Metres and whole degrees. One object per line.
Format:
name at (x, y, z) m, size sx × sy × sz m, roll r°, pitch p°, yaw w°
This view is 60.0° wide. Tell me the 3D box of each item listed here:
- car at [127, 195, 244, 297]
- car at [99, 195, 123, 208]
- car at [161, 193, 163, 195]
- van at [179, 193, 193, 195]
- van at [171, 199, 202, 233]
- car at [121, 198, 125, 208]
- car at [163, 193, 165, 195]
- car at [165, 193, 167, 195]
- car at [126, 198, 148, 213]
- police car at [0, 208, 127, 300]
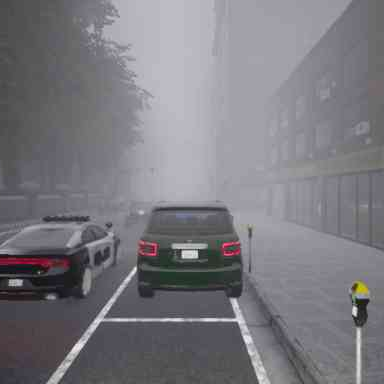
car at (-0.039, 1.218, 8.679) m, size 2.150 × 2.045 × 5.566 m, roll 0°, pitch 0°, yaw 0°
car at (-8.815, 1.291, 36.940) m, size 2.192 × 1.841 × 5.009 m, roll 0°, pitch 0°, yaw 0°
car at (-8.815, 1.432, 80.459) m, size 1.752 × 1.417 × 4.829 m, roll 0°, pitch 0°, yaw 0°
van at (-0.290, 1.317, 36.980) m, size 1.690 × 1.788 × 3.998 m, roll 0°, pitch 0°, yaw 0°
van at (-0.290, 1.333, 19.998) m, size 1.690 × 1.788 × 3.998 m, roll 0°, pitch 0°, yaw 0°
car at (-3.077, 1.342, 22.416) m, size 2.097 × 1.767 × 4.553 m, roll 0°, pitch 0°, yaw 0°
car at (-8.815, 1.450, 86.079) m, size 2.008 × 1.369 × 4.403 m, roll 0°, pitch 0°, yaw 0°
car at (-8.815, 1.438, 91.530) m, size 1.887 × 1.381 × 4.507 m, roll 0°, pitch 0°, yaw 0°
car at (-6.219, 1.500, 38.145) m, size 1.812 × 1.442 × 4.674 m, roll 0°, pitch 0°, yaw 0°
police car at (-3.145, 1.423, 8.523) m, size 1.930 × 1.638 × 5.238 m, roll 0°, pitch 0°, yaw 0°
